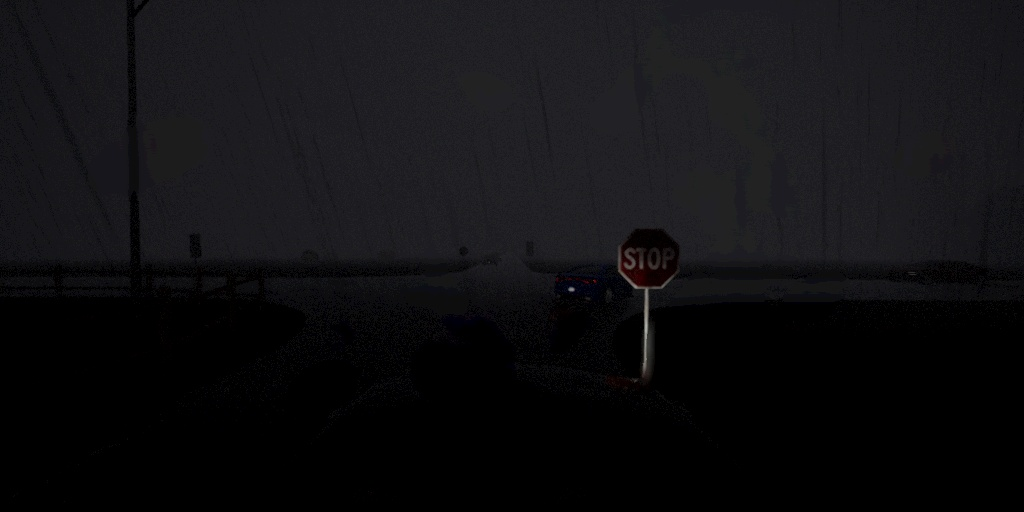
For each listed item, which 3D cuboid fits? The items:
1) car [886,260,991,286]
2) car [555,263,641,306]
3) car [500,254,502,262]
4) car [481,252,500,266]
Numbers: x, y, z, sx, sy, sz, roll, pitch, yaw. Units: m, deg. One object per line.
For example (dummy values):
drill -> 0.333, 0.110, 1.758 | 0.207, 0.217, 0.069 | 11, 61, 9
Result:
car -> 26.174, 0.985, 22.111 | 5.008, 1.535, 1.882 | 0, 2, 0
car -> 3.662, 1.032, 14.769 | 1.882, 1.535, 5.008 | 1, 1, 38
car -> -2.870, 0.098, 63.121 | 2.097, 1.767, 4.553 | 0, 1, 0
car -> -2.883, 0.502, 47.331 | 1.837, 1.490, 4.892 | 0, 1, 0
